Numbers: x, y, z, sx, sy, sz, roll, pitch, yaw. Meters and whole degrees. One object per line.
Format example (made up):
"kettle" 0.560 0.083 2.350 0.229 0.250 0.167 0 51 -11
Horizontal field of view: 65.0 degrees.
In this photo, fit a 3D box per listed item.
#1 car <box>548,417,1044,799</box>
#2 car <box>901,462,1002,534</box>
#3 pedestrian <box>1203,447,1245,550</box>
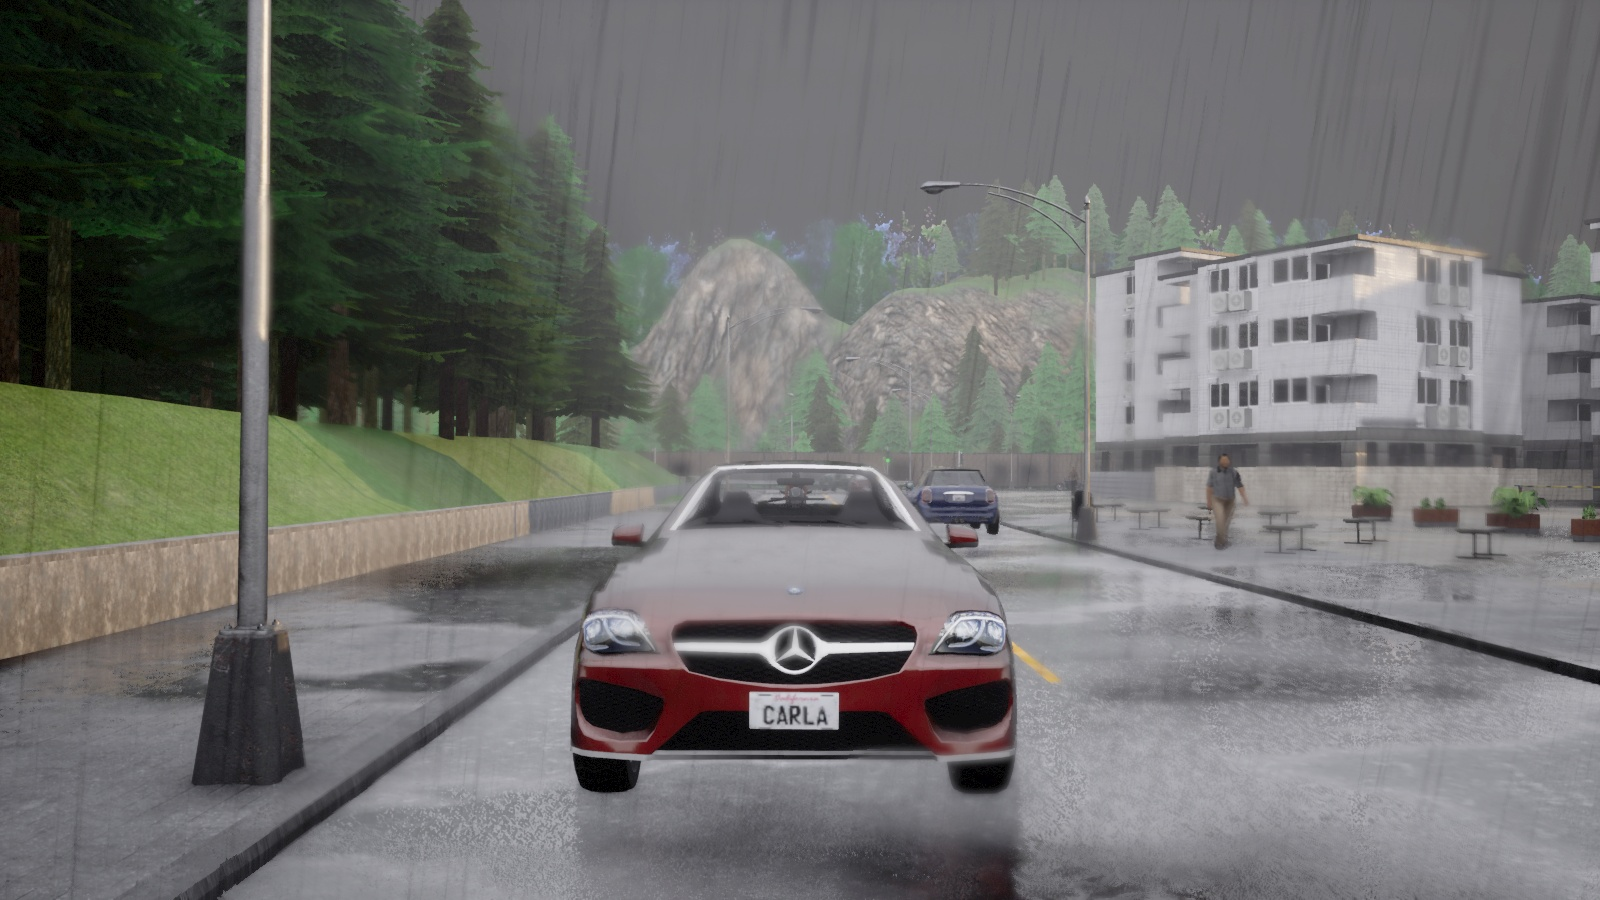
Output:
"car" -0.024 0.727 7.983 2.152 1.651 5.027 0 -1 0
"car" 3.905 1.212 33.084 2.097 1.767 4.553 0 -1 0
"pedestrian" 7.749 0.878 22.964 0.540 1.848 0.694 0 -1 2
